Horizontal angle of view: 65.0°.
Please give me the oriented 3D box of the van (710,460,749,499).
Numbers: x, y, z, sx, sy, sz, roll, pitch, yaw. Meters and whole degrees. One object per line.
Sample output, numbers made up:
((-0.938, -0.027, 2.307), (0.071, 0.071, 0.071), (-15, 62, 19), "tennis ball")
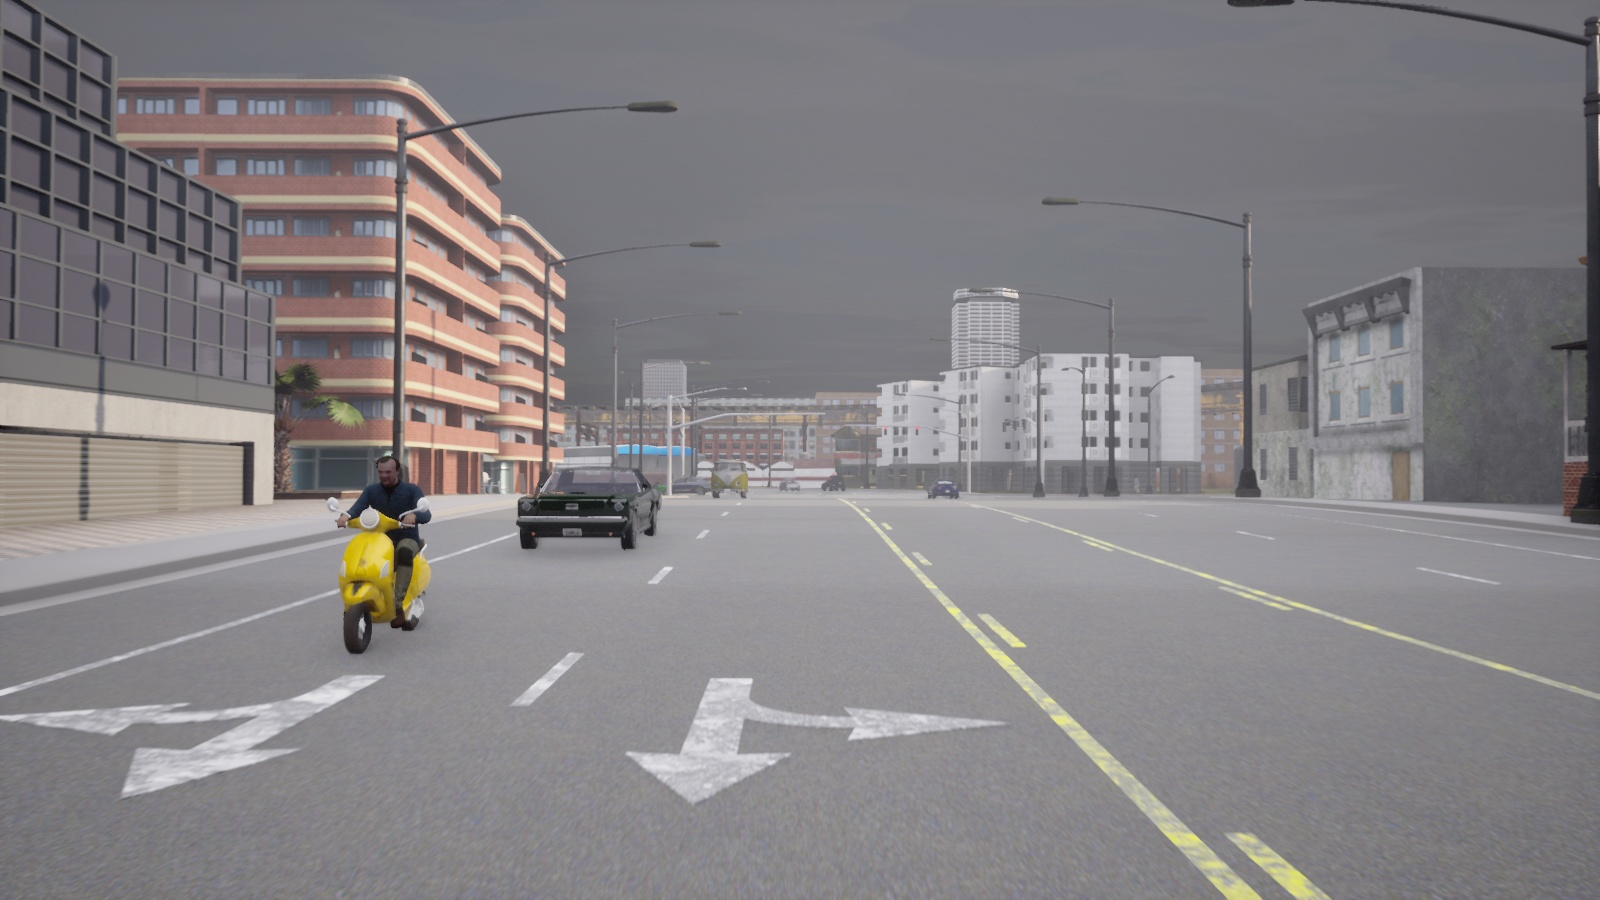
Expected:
((-3.660, 1.569, 65.778), (1.775, 1.987, 4.442), (0, -2, 0), "van")

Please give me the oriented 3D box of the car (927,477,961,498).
((10.290, 2.716, 90.089), (1.812, 1.442, 4.674), (0, -2, 0), "car")

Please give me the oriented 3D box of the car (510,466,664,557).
((-3.553, 0.981, 21.813), (1.895, 1.301, 4.718), (0, 0, 0), "car")

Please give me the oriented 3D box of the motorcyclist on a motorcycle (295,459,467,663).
((-3.526, 0.874, 10.754), (0.866, 1.590, 1.817), (0, 0, 0), "motorcyclist on a motorcycle")
